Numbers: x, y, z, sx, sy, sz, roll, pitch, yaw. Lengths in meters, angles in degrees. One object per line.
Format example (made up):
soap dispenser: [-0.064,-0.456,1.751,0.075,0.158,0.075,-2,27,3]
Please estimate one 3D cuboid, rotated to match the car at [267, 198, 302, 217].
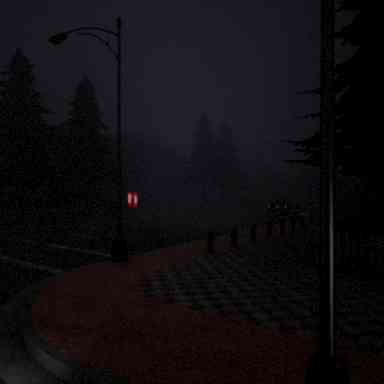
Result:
car: [8.753,1.366,31.173,2.097,1.767,4.553,0,0,35]
